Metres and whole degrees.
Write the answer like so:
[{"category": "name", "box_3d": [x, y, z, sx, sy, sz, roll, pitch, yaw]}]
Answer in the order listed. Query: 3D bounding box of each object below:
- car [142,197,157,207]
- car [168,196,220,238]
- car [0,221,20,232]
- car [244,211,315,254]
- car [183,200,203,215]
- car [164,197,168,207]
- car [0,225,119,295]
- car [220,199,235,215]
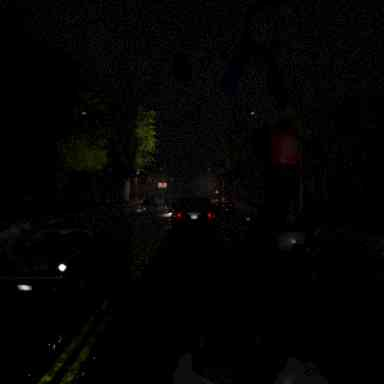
[{"category": "car", "box_3d": [-6.559, 1.556, 52.387, 2.033, 1.411, 5.357, 0, 0, 0]}, {"category": "car", "box_3d": [0.104, 1.239, 17.859, 2.150, 2.045, 5.566, 0, 0, 0]}, {"category": "car", "box_3d": [-6.599, 1.536, 9.645, 1.812, 1.442, 4.674, 0, 0, 0]}, {"category": "car", "box_3d": [3.352, 1.492, 13.600, 1.882, 1.535, 5.008, 0, 0, 0]}, {"category": "car", "box_3d": [0.106, 1.585, 35.052, 1.994, 1.385, 4.181, 0, 0, 0]}, {"category": "car", "box_3d": [-3.309, 1.500, 52.779, 2.128, 1.511, 4.902, 0, 0, 1]}, {"category": "car", "box_3d": [-3.350, 1.610, 8.871, 1.895, 1.301, 4.718, 0, 0, 0]}, {"category": "car", "box_3d": [3.356, 1.513, 34.518, 2.128, 1.511, 4.902, 0, 0, 0]}]
